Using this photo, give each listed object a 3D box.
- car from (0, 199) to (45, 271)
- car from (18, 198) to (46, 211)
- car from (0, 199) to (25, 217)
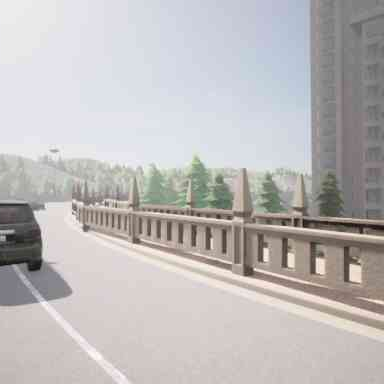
[{"bbox_3d":[-6.109,1.222,10.238,2.150,2.045,5.566,0,0,-34],"label":"car"},{"bbox_3d":[-19.725,1.534,41.213,1.994,1.385,4.181,0,0,-10],"label":"car"},{"bbox_3d":[-17.319,1.461,31.506,1.882,1.535,5.008,0,0,-17],"label":"car"}]
